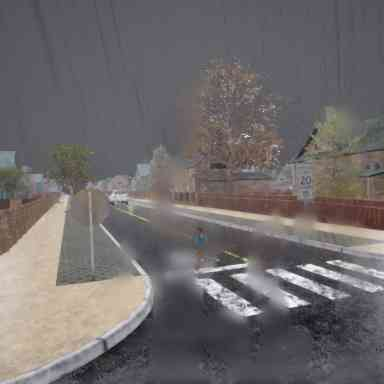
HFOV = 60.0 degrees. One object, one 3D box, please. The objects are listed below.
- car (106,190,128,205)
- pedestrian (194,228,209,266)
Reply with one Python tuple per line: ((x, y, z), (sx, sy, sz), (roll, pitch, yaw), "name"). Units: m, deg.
((-10.466, 0.725, 47.153), (2.150, 2.045, 5.566), (-2, 1, -20), "car")
((0.316, 1.574, 9.629), (0.500, 1.100, 0.500), (-1, 0, -20), "pedestrian")
